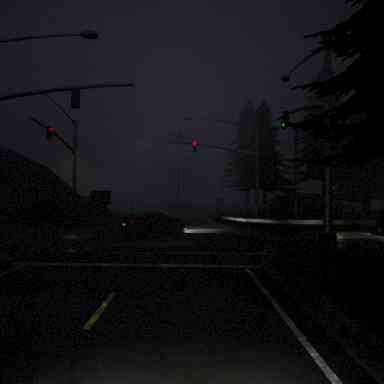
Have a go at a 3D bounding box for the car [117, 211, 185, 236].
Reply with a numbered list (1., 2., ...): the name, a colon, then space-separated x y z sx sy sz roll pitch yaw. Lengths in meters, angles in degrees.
1. car: -2.466 1.856 20.539 4.181 1.385 1.994 1 -1 -42

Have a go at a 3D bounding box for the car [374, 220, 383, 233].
1. car: 14.205 1.868 21.188 4.553 1.767 2.097 0 -1 0
